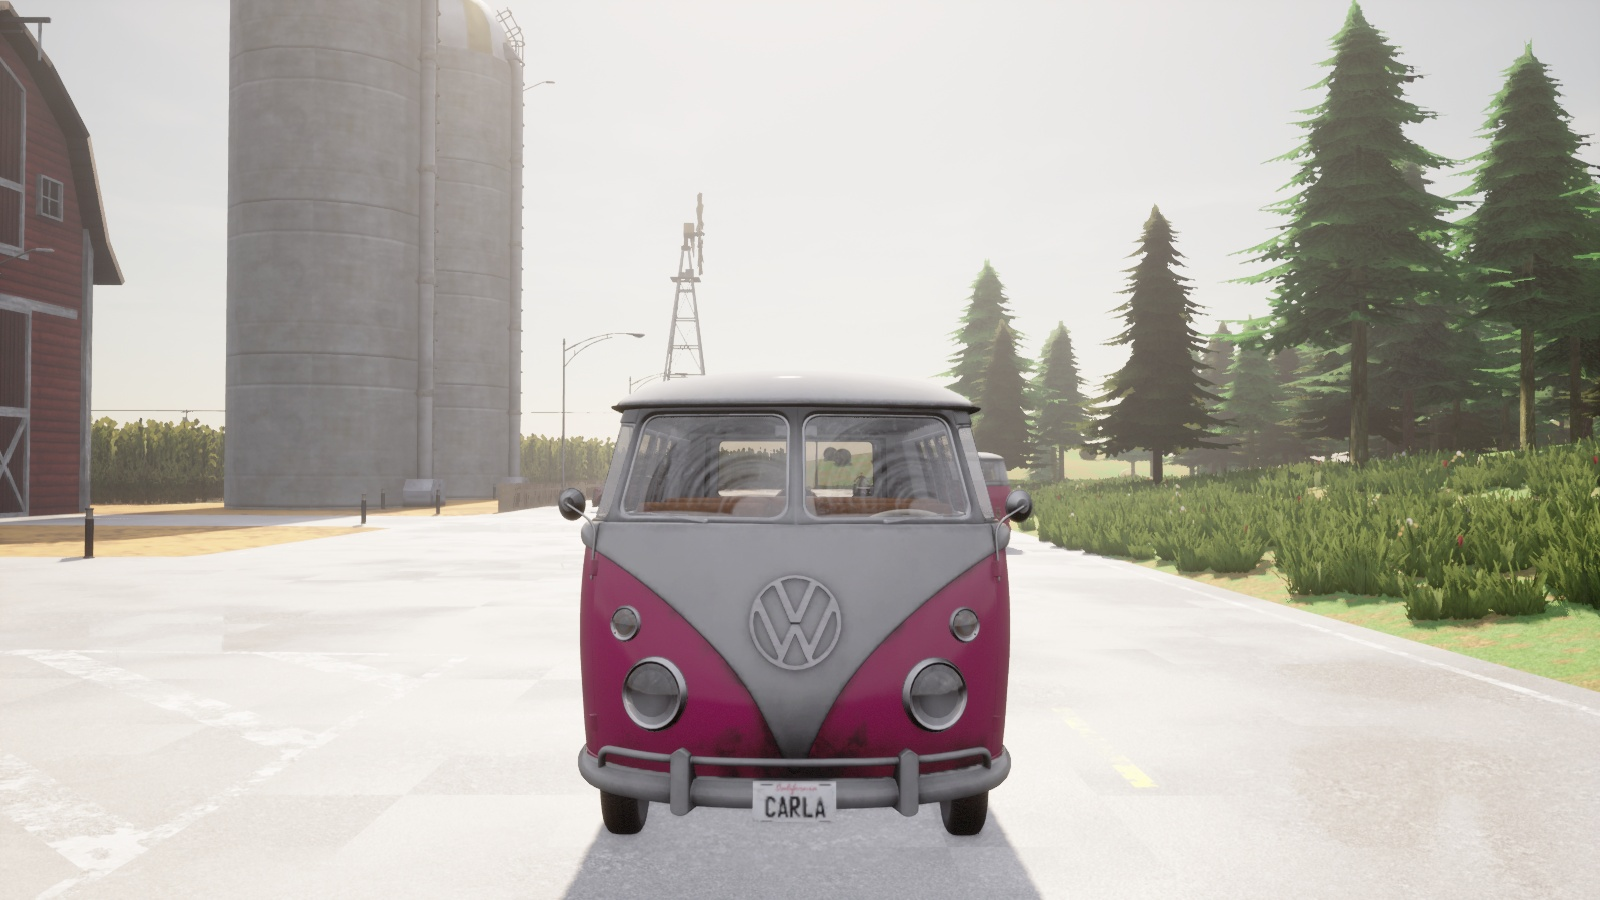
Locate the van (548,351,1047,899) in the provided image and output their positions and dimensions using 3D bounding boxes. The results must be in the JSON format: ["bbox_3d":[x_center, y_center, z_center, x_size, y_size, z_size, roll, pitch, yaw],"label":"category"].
[{"bbox_3d":[-0.019,0.680,6.699,1.775,1.987,4.442,0,-1,0],"label":"van"}]

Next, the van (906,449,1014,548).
[{"bbox_3d":[3.427,1.017,27.636,1.775,1.987,4.442,0,-1,0],"label":"van"}]
